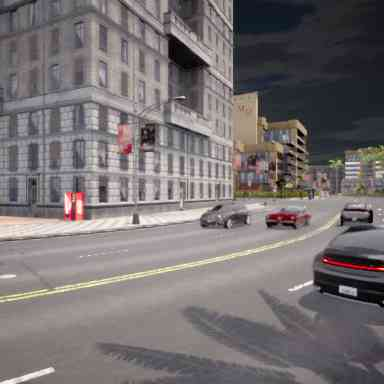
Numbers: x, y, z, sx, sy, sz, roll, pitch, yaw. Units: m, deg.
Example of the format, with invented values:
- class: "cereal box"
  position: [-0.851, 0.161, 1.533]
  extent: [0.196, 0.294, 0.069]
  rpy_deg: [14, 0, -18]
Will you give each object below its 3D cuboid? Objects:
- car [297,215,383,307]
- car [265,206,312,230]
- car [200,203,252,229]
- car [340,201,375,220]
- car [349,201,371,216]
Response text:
- class: "car"
  position: [4.497, 1.503, 7.632]
  extent: [4.892, 1.490, 1.837]
  rpy_deg: [0, 1, -45]
- class: "car"
  position: [6.228, 1.589, 21.208]
  extent: [1.895, 1.301, 4.718]
  rpy_deg: [0, 0, 31]
- class: "car"
  position: [2.313, 1.492, 21.575]
  extent: [1.837, 1.490, 4.892]
  rpy_deg: [0, 0, 33]
- class: "car"
  position: [11.322, 1.481, 22.826]
  extent: [2.128, 1.511, 4.902]
  rpy_deg: [0, 0, 29]
- class: "car"
  position: [16.870, 1.586, 33.315]
  extent: [1.895, 1.301, 4.718]
  rpy_deg: [0, 0, 28]
